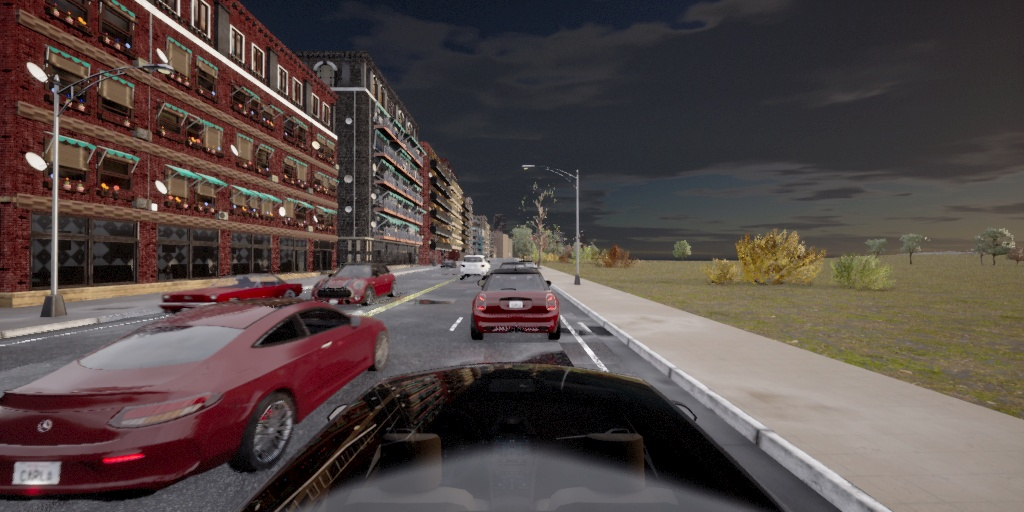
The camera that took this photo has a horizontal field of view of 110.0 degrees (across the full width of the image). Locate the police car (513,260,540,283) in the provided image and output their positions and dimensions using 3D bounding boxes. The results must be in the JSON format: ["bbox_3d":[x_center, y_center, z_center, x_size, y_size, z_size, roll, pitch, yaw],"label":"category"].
[{"bbox_3d":[1.098,1.179,29.401,1.930,1.638,5.238,0,0,0],"label":"police car"}]

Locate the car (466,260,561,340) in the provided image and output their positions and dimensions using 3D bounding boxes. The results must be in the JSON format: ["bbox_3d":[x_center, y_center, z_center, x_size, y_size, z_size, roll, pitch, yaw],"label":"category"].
[{"bbox_3d":[0.081,1.103,10.133,2.097,1.767,4.553,0,0,0],"label":"car"}]

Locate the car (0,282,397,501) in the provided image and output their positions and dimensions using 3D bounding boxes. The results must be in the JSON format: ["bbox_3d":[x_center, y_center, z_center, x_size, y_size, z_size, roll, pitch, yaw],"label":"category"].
[{"bbox_3d":[-3.158,1.276,4.682,1.812,1.442,4.674,0,0,0],"label":"car"}]

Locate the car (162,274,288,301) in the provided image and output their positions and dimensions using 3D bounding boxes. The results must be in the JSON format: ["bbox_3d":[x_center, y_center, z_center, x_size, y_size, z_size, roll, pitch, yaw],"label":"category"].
[{"bbox_3d":[-9.866,1.353,13.113,1.895,1.301,4.718,0,0,0],"label":"car"}]

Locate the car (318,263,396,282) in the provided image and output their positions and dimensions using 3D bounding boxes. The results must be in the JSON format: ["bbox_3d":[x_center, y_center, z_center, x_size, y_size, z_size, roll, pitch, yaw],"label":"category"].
[{"bbox_3d":[-6.621,1.104,15.530,2.097,1.767,4.553,0,0,0],"label":"car"}]

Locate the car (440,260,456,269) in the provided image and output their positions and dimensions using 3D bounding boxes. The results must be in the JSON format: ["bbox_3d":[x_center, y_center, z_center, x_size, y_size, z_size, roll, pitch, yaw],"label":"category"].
[{"bbox_3d":[-9.916,1.299,56.227,2.033,1.411,5.357,0,0,0],"label":"car"}]

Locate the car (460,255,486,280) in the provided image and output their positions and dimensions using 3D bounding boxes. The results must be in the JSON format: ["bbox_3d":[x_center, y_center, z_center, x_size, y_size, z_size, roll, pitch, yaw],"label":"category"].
[{"bbox_3d":[-3.191,0.973,31.666,2.150,2.045,5.566,0,0,0],"label":"car"}]
